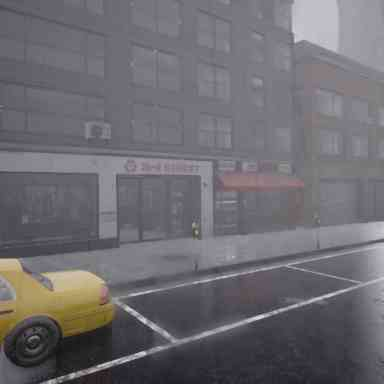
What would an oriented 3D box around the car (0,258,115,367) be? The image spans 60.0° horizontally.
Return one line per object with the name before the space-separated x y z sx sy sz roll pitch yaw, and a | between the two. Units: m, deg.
car | -3.456 1.525 4.197 4.829 1.417 1.752 0 -1 -35
